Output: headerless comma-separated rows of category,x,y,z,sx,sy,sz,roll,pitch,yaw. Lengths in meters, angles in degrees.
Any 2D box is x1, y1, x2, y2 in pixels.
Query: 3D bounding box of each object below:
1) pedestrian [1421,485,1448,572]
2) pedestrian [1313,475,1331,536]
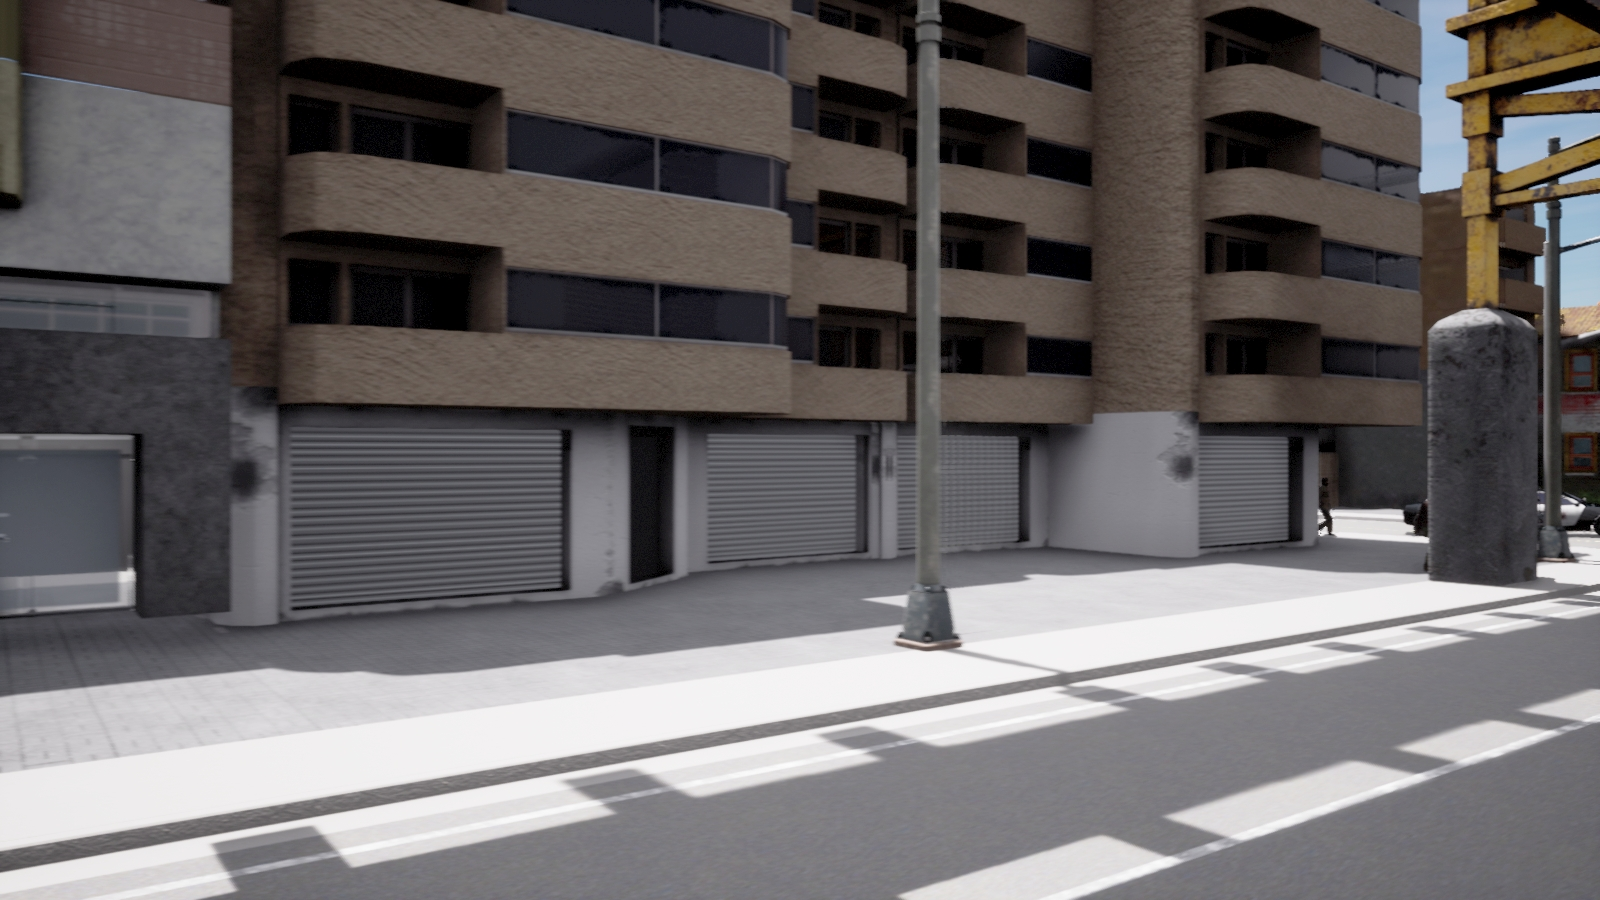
pedestrian,13.793,1.700,24.845,0.375,1.860,0.375,0,0,-34
pedestrian,16.023,1.698,35.060,0.375,1.860,0.375,0,0,-36
